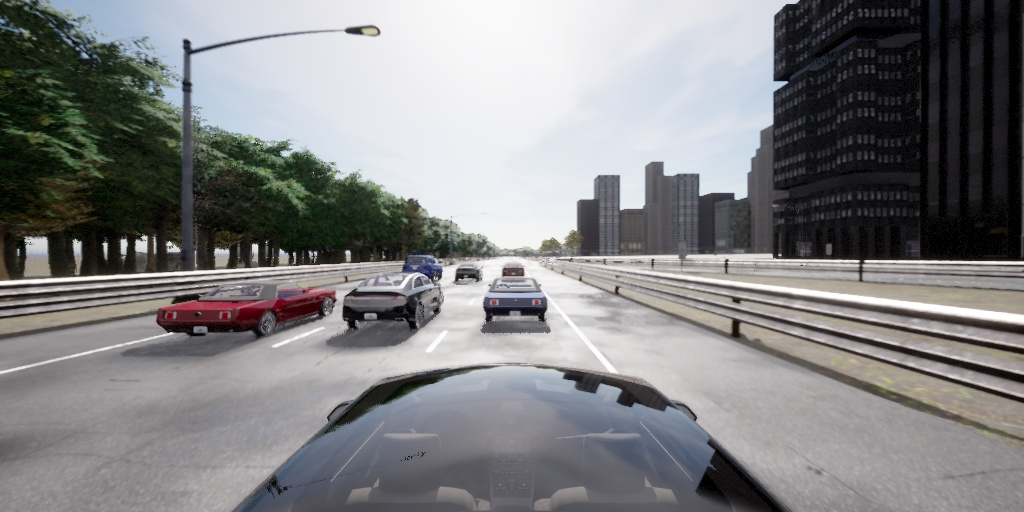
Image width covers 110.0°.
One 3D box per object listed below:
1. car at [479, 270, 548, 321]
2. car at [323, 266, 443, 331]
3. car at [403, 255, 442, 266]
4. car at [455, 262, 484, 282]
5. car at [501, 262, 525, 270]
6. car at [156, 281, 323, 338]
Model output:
[{"bbox_3d":[0.100,1.350,12.422,1.895,1.301,4.718,0,0,0],"label":"car"},{"bbox_3d":[-3.400,1.241,11.053,2.128,1.511,4.902,0,0,0],"label":"car"},{"bbox_3d":[-6.897,0.965,28.116,2.150,2.045,5.566,0,0,0],"label":"car"},{"bbox_3d":[-3.397,1.247,28.790,1.837,1.490,4.892,0,0,0],"label":"car"},{"bbox_3d":[0.105,1.219,30.290,1.882,1.535,5.008,0,0,0],"label":"car"},{"bbox_3d":[-6.900,1.350,10.171,1.895,1.301,4.718,0,0,0],"label":"car"}]
